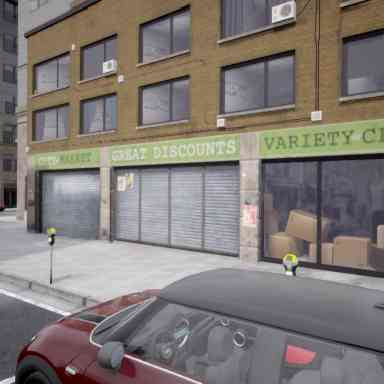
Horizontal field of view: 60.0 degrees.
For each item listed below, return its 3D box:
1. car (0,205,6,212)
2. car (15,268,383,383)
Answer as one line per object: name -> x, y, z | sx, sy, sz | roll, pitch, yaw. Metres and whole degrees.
car -> -19.460, 1.457, 29.773 | 1.895, 1.301, 4.718 | 1, 1, 34
car -> 0.224, 1.440, 2.905 | 4.097, 1.590, 1.967 | 0, 1, 35
